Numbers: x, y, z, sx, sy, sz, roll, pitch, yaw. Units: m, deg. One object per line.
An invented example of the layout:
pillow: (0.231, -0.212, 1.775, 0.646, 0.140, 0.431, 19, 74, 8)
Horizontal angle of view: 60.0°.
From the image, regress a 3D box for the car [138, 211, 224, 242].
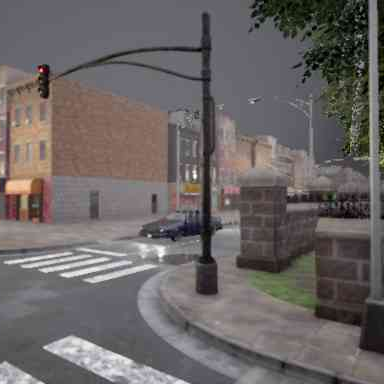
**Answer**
car: (-0.381, 1.742, 18.036, 2.033, 1.411, 5.357, -1, -1, 39)
